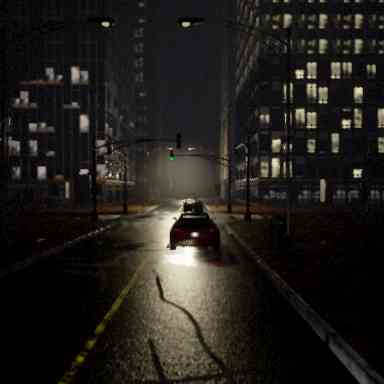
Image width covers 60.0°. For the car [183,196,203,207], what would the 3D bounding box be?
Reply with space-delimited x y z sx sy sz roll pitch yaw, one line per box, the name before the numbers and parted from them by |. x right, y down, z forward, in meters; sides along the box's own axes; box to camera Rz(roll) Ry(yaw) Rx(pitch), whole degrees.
car | 0.107 1.402 32.781 2.128 1.511 4.902 0 0 0

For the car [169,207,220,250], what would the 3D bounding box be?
car | 0.105 1.532 14.219 1.994 1.385 4.181 0 0 0

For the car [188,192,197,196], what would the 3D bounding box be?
car | 0.016 1.119 72.683 2.150 2.045 5.566 0 0 0
